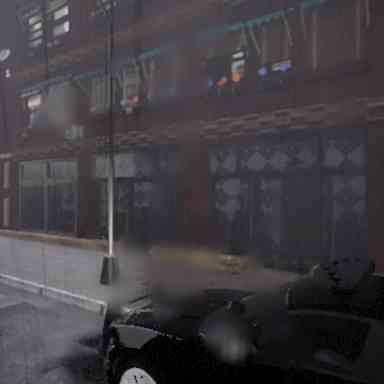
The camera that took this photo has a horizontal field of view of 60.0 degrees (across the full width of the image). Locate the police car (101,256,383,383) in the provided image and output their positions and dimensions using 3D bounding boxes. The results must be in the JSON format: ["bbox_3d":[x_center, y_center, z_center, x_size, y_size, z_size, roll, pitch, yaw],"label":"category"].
[{"bbox_3d":[1.279,1.460,3.001,5.238,1.638,1.930,0,-1,34],"label":"police car"}]
